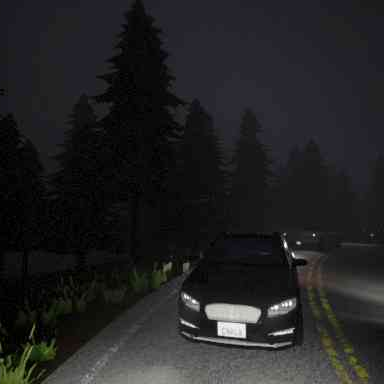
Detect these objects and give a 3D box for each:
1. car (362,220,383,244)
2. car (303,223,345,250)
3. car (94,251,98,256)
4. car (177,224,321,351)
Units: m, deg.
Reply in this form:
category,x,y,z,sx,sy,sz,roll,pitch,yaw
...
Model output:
category,x,y,z,sx,sy,sz,roll,pitch,yaw
car,16.112,3.255,26.605,5.566,2.045,2.150,8,-8,-28
car,6.547,2.312,17.769,1.895,1.301,4.718,-3,-6,39
car,-20.218,13.647,73.016,4.181,1.381,1.994,-2,-5,31
car,1.139,1.561,6.634,2.128,1.511,4.902,-1,-2,15
